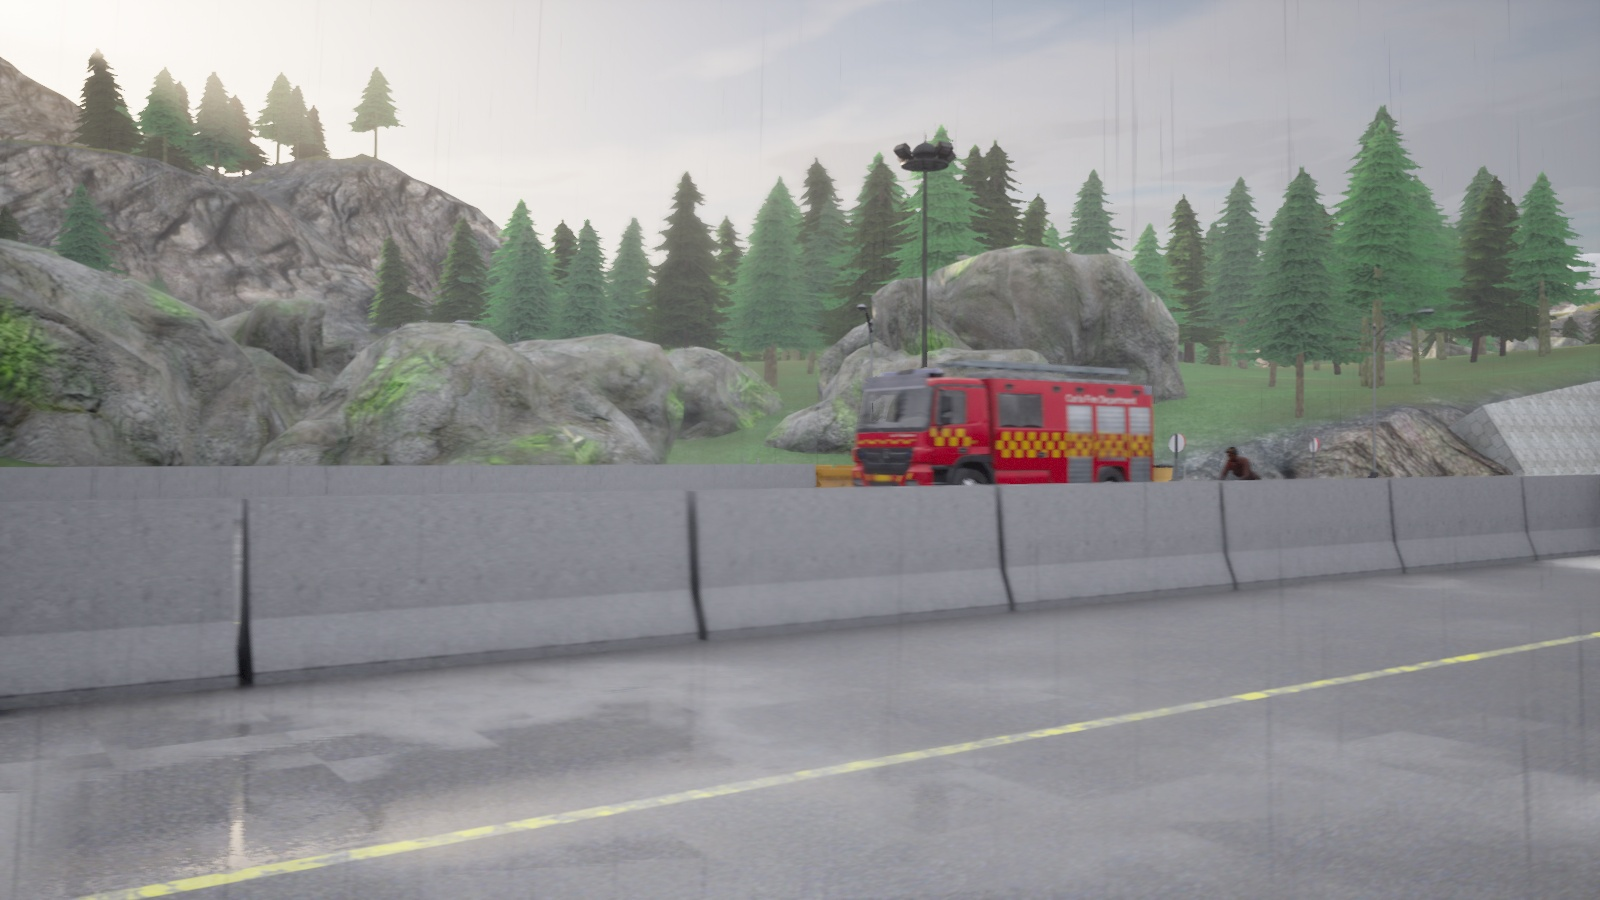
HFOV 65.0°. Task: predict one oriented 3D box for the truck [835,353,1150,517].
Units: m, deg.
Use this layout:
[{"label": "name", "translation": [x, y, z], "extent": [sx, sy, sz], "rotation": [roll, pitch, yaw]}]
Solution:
[{"label": "truck", "translation": [5.189, -0.350, 32.861], "extent": [8.468, 3.827, 2.891], "rotation": [0, 0, -35]}]
